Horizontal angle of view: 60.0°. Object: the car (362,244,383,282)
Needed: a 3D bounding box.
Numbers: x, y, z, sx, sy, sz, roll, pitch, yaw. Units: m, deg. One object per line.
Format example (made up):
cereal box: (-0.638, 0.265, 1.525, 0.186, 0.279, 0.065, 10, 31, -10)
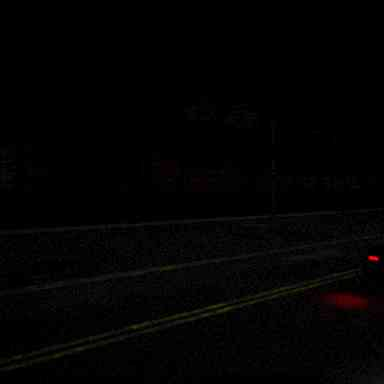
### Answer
car: (6.425, 1.550, 8.379, 5.357, 1.411, 2.033, 0, 0, -35)
